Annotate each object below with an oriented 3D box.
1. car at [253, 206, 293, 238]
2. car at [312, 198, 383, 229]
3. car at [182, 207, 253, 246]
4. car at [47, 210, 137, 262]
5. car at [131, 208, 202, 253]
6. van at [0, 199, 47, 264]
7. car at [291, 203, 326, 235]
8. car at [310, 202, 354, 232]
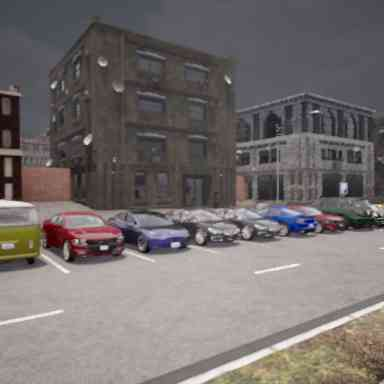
[{"bbox_3d":[2.441,1.551,17.446,2.231,1.521,4.892,1,0,-36],"label":"car"},{"bbox_3d":[9.126,1.381,22.317,2.435,2.045,5.566,1,0,-36],"label":"car"},{"bbox_3d":[0.208,1.530,15.830,2.231,1.521,4.892,0,0,-36],"label":"car"},{"bbox_3d":[-4.255,1.499,12.597,2.097,1.535,5.008,0,0,-36],"label":"car"},{"bbox_3d":[-2.003,1.542,14.184,2.163,1.488,4.792,0,0,-36],"label":"car"},{"bbox_3d":[-6.453,1.264,11.140,1.878,1.987,4.442,0,0,-36],"label":"van"},{"bbox_3d":[4.679,1.574,19.055,2.097,1.535,5.008,1,0,-36],"label":"car"},{"bbox_3d":[6.905,1.601,20.679,2.097,1.535,5.008,1,0,-36],"label":"car"}]
